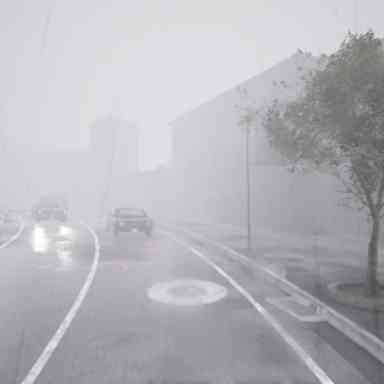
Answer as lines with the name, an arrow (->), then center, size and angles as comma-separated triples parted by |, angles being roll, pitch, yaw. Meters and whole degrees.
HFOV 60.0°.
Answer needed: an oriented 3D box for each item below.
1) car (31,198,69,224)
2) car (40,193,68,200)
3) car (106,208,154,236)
car -> -9.716, 1.308, 22.533 | 1.895, 1.301, 4.718 | 2, 0, -30
car -> -14.907, 0.906, 35.521 | 2.097, 1.767, 4.553 | 3, -1, -43
car -> -3.448, 1.484, 17.669 | 1.895, 1.301, 4.718 | 1, 0, -20
